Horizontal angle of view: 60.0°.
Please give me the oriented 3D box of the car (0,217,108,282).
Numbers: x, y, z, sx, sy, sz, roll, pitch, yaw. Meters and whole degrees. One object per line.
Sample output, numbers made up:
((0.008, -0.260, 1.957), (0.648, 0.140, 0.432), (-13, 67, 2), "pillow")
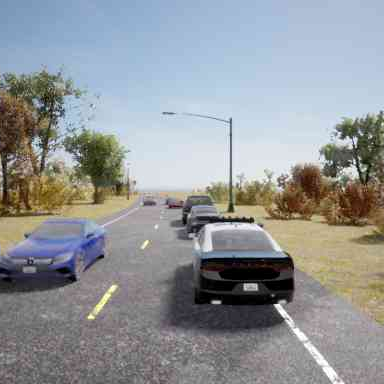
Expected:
((-3.768, 1.524, 9.926), (1.812, 1.442, 4.674), (0, 0, -1), "car")

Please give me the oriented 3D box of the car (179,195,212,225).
((0.367, 1.212, 24.273), (2.150, 2.045, 5.566), (0, 0, -3), "car")

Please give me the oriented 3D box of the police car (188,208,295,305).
((0.953, 1.424, 8.275), (1.930, 1.638, 5.238), (0, 0, -1), "police car")

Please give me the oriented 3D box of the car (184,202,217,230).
((0.651, 1.500, 18.215), (1.837, 1.490, 4.892), (0, 0, -2), "car")

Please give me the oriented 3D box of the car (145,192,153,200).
((-12.347, 1.148, 94.604), (2.150, 2.045, 5.566), (0, 0, -8), "car")

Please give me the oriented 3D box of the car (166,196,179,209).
((-2.205, 1.543, 45.527), (1.994, 1.385, 4.181), (0, 0, -5), "car")

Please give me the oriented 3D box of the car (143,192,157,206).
((-6.772, 1.325, 53.968), (2.097, 1.767, 4.553), (0, 0, -6), "car")
